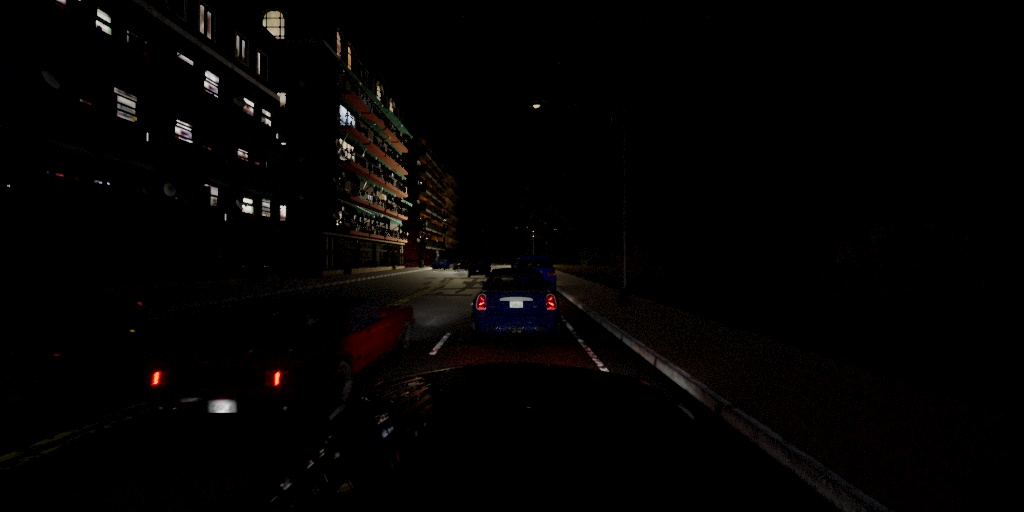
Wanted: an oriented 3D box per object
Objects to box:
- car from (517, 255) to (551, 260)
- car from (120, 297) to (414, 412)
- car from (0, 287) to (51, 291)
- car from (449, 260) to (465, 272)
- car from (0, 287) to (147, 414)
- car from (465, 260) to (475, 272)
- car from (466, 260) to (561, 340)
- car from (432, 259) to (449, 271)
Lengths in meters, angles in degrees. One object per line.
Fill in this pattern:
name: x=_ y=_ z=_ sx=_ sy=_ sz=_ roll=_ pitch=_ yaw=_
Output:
car: x=1.133 y=0.977 z=19.712 sx=2.150 sy=2.045 sz=5.566 roll=0 pitch=0 yaw=0
car: x=-3.156 y=1.351 z=6.135 sx=1.895 sy=1.301 sz=4.718 roll=0 pitch=0 yaw=0
car: x=-9.852 y=1.315 z=6.954 sx=1.994 sy=1.385 sz=4.181 roll=0 pitch=0 yaw=0
car: x=-6.604 y=1.256 z=47.022 sx=1.837 sy=1.490 sz=4.892 roll=0 pitch=0 yaw=0
car: x=-6.601 y=1.276 z=3.586 sx=1.812 sy=1.442 sz=4.674 roll=0 pitch=0 yaw=0
car: x=-3.154 y=1.230 z=35.322 sx=1.882 sy=1.535 sz=5.008 roll=0 pitch=0 yaw=0
car: x=0.096 y=1.103 z=10.136 sx=2.097 sy=1.767 sz=4.553 roll=0 pitch=0 yaw=0
car: x=-9.852 y=1.228 z=49.918 sx=1.882 sy=1.535 sz=5.008 roll=0 pitch=0 yaw=0
